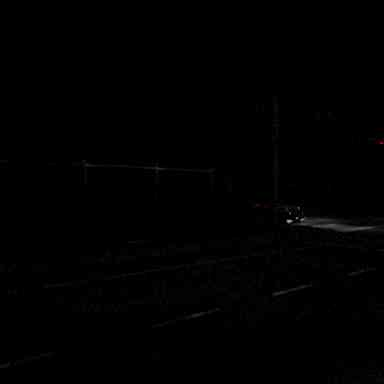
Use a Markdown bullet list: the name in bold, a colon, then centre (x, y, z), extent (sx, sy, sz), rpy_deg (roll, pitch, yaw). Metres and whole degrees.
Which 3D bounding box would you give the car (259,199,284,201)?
- **car**: centre (7.969, 1.440, 31.277), extent (2.097, 1.767, 4.553), rpy_deg (0, 0, -36)

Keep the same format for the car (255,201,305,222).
- **car**: centre (6.713, 1.684, 26.949), extent (1.895, 1.301, 4.718), rpy_deg (0, 0, -34)
